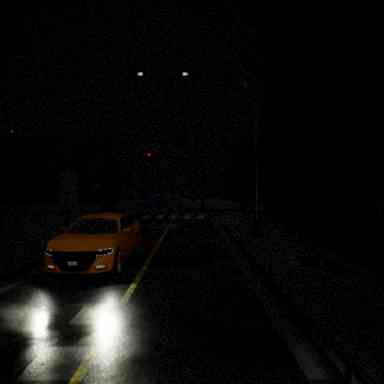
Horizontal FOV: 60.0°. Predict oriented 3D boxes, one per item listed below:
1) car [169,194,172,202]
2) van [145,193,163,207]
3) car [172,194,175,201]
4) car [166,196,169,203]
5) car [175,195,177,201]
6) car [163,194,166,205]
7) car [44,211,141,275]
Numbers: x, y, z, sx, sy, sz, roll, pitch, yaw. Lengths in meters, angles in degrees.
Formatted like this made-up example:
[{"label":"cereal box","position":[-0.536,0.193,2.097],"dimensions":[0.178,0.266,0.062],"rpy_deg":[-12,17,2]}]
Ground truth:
[{"label":"car","position":[-5.454,1.474,64.624],"dimensions":[1.887,1.381,4.507],"rpy_deg":[2,0,0]},{"label":"van","position":[-5.397,1.127,45.741],"dimensions":[1.690,1.788,3.998],"rpy_deg":[2,0,0]},{"label":"car","position":[-5.484,1.610,75.205],"dimensions":[1.802,1.307,4.206],"rpy_deg":[2,-1,0]},{"label":"car","position":[-5.418,1.160,54.046],"dimensions":[2.192,1.841,5.009],"rpy_deg":[2,0,0]},{"label":"car","position":[-5.512,1.687,85.785],"dimensions":[1.887,1.381,4.507],"rpy_deg":[1,-1,0]},{"label":"car","position":[-5.412,1.360,49.060],"dimensions":[2.008,1.369,4.403],"rpy_deg":[2,0,0]},{"label":"car","position":[-2.837,1.413,10.430],"dimensions":[1.882,1.535,5.008],"rpy_deg":[0,0,0]}]
